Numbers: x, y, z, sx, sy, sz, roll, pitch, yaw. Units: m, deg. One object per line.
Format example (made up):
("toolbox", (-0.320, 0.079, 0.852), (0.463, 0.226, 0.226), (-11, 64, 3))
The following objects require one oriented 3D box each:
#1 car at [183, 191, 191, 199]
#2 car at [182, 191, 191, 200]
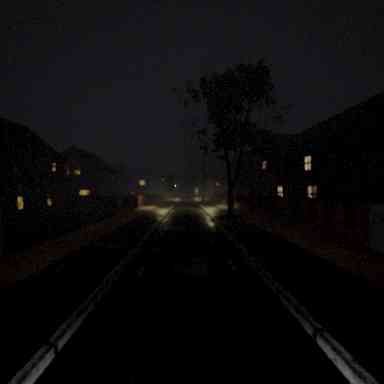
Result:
("car", (-1.345, 0.791, 88.408), (2.150, 2.045, 5.566), (-1, 0, -1))
("car", (-1.181, 1.051, 78.066), (1.882, 1.535, 5.008), (-1, 0, -1))
